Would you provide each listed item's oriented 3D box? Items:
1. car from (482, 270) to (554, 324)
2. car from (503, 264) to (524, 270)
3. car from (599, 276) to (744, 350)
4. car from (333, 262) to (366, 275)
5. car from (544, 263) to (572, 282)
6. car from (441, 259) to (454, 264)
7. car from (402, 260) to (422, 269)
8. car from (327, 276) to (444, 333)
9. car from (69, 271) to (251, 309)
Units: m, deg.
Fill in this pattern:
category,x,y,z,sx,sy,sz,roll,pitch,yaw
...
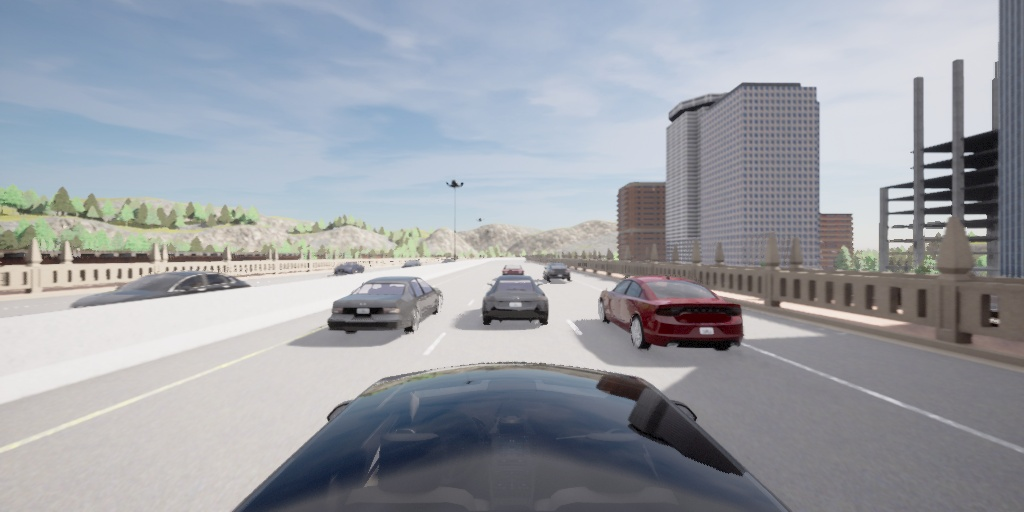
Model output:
category,x,y,z,sx,sy,sz,roll,pitch,yaw
car,0.100,1.319,11.953,1.994,1.385,4.181,0,0,0
car,0.101,1.376,31.678,1.895,1.301,4.718,0,0,0
car,3.599,1.232,9.101,1.882,1.535,5.008,0,0,0
car,-17.572,1.346,38.925,1.994,1.385,4.181,0,0,0
car,3.601,1.298,29.076,1.812,1.442,4.674,0,0,0
car,-10.534,1.316,59.526,1.837,1.490,4.892,0,0,0
car,-14.032,1.320,50.786,1.812,1.442,4.674,0,0,1
car,-3.400,1.302,10.702,2.033,1.411,5.357,0,0,0
car,-10.598,1.260,11.317,1.837,1.490,4.892,0,0,0
